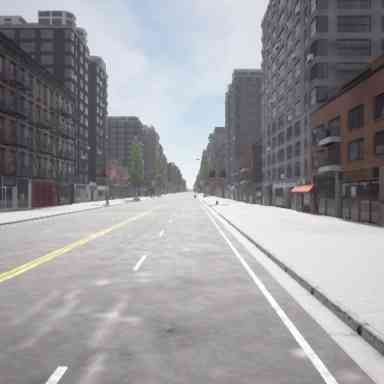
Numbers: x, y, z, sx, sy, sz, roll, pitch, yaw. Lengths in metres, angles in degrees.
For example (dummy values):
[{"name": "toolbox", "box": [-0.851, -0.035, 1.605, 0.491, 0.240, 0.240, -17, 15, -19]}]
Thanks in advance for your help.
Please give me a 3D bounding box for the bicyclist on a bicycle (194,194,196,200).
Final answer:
[{"name": "bicyclist on a bicycle", "box": [0.904, 1.415, 90.256, 0.582, 1.620, 1.656, 1, 0, 0]}]
